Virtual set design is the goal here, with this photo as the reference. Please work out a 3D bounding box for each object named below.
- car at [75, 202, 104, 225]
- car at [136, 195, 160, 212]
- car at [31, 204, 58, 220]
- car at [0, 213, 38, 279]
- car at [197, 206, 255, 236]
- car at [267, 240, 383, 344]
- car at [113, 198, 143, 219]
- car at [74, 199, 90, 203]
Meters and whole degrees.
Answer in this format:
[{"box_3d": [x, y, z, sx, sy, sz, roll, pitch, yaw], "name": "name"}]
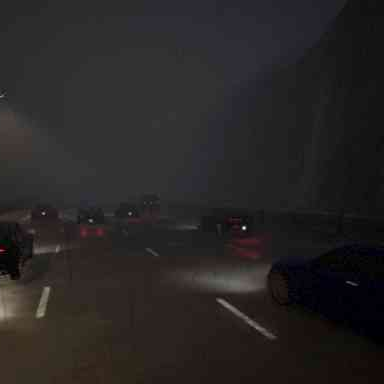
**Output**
[{"box_3d": [-7.951, 1.753, 25.758, 1.895, 1.301, 4.718, 0, 0, -20], "name": "car"}, {"box_3d": [-5.373, 1.312, 39.202, 2.150, 2.045, 5.566, 0, 0, -20], "name": "car"}, {"box_3d": [-13.035, 1.741, 29.523, 1.994, 1.385, 4.181, 0, 0, -20], "name": "car"}, {"box_3d": [-6.000, 1.622, 10.074, 1.837, 1.490, 4.892, 0, 0, -20], "name": "car"}, {"box_3d": [1.829, 1.582, 19.300, 1.837, 1.490, 4.892, 0, 0, -20], "name": "car"}, {"box_3d": [3.102, 1.534, 5.486, 1.812, 1.442, 4.674, 0, 0, -20], "name": "car"}, {"box_3d": [-6.237, 1.634, 31.307, 1.837, 1.490, 4.892, 0, 0, -20], "name": "car"}, {"box_3d": [-12.905, 1.607, 39.450, 1.882, 1.535, 5.008, 0, 1, -20], "name": "car"}]
